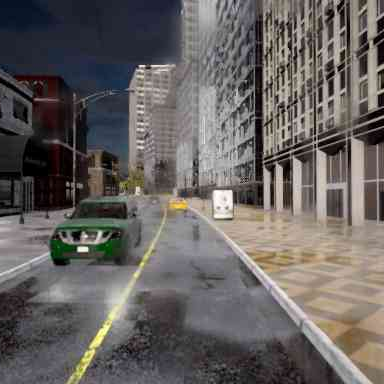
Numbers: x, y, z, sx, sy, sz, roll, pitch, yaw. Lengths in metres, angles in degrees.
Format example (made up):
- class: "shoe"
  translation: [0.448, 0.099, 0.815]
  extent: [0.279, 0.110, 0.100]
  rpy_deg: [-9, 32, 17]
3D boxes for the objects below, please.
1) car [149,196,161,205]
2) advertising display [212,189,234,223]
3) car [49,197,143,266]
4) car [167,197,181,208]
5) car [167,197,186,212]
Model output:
- class: "car"
  translation: [-6.686, 1.490, 59.809]
  extent: [1.812, 1.442, 4.674]
  rpy_deg: [0, 0, -7]
- class: "advertising display"
  translation: [2.271, 1.024, 24.410]
  extent: [1.540, 2.440, 0.280]
  rpy_deg: [-1, -1, -3]
- class: "car"
  translation: [-3.078, 1.221, 11.893]
  extent: [2.150, 2.045, 5.566]
  rpy_deg: [0, 0, -2]
- class: "car"
  translation: [-2.705, 1.505, 49.566]
  extent: [1.812, 1.442, 4.674]
  rpy_deg: [0, 0, -6]
- class: "car"
  translation: [-1.695, 1.465, 38.934]
  extent: [1.882, 1.535, 5.008]
  rpy_deg: [0, 0, -4]
